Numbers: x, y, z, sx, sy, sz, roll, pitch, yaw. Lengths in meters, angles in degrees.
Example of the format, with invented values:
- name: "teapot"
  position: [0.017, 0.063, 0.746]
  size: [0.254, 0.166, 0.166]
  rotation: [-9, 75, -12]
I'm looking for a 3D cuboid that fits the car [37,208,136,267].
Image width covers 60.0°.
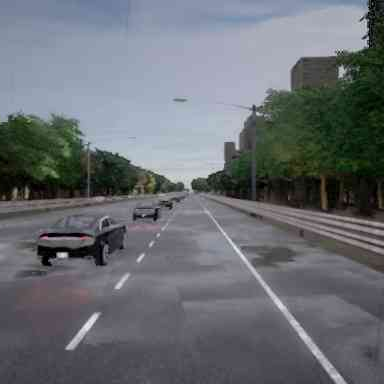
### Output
- name: "car"
  position: [-3.497, 1.492, 11.409]
  size: [2.128, 1.511, 4.902]
  rotation: [0, 0, 0]

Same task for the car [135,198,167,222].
- name: "car"
  position: [-3.494, 1.494, 26.544]
  size: [2.128, 1.511, 4.902]
  rotation: [0, 0, 0]

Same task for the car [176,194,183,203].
- name: "car"
  position: [-3.481, 1.537, 70.545]
  size: [1.837, 1.490, 4.892]
  rotation: [0, 0, 0]

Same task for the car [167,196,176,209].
- name: "car"
  position: [-3.489, 1.519, 44.544]
  size: [1.837, 1.490, 4.892]
  rotation: [0, 0, 0]
